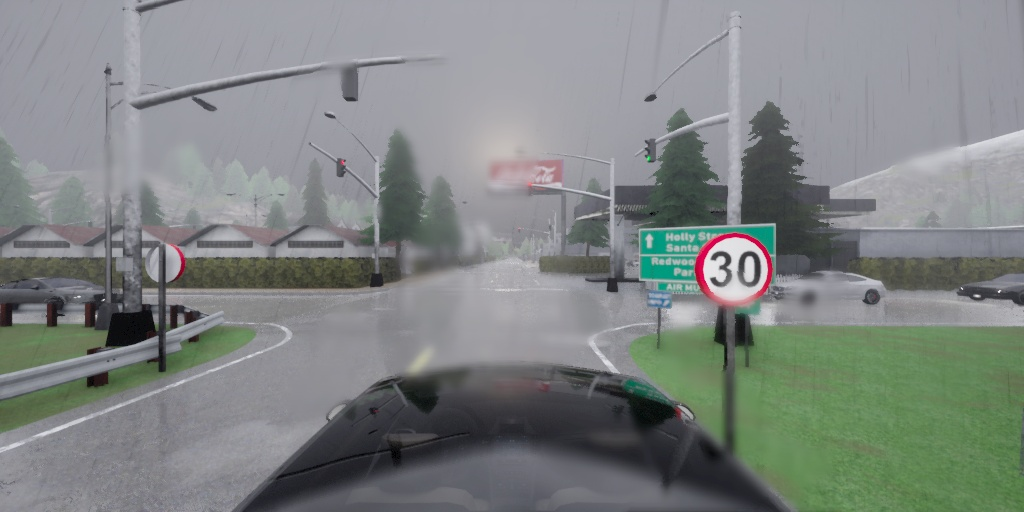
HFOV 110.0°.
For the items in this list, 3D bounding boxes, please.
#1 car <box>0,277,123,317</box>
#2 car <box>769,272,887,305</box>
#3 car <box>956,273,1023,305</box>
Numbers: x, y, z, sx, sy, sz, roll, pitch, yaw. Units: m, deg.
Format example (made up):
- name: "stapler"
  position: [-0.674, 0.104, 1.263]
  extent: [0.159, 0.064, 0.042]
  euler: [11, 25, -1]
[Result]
- name: "car"
  position: [-17.537, 1.505, 13.753]
  extent: [4.181, 1.385, 1.994]
  euler: [0, 0, 1]
- name: "car"
  position: [14.857, 1.467, 16.935]
  extent: [4.674, 1.442, 1.812]
  euler: [0, 0, 0]
- name: "car"
  position: [24.512, 1.489, 16.807]
  extent: [5.357, 1.411, 2.033]
  euler: [0, 0, 1]
